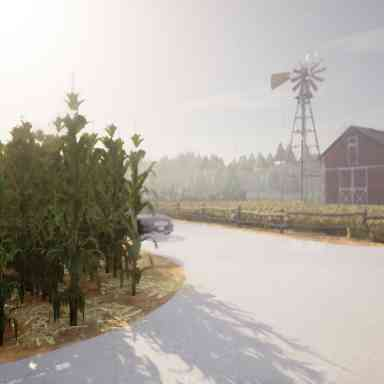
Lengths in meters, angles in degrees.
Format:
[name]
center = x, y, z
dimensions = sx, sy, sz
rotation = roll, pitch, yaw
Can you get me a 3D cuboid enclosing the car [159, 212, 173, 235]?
[car]
center = -2.753, 1.473, 17.969
dimensions = 2.128, 1.511, 4.902
rotation = 0, 0, -32
